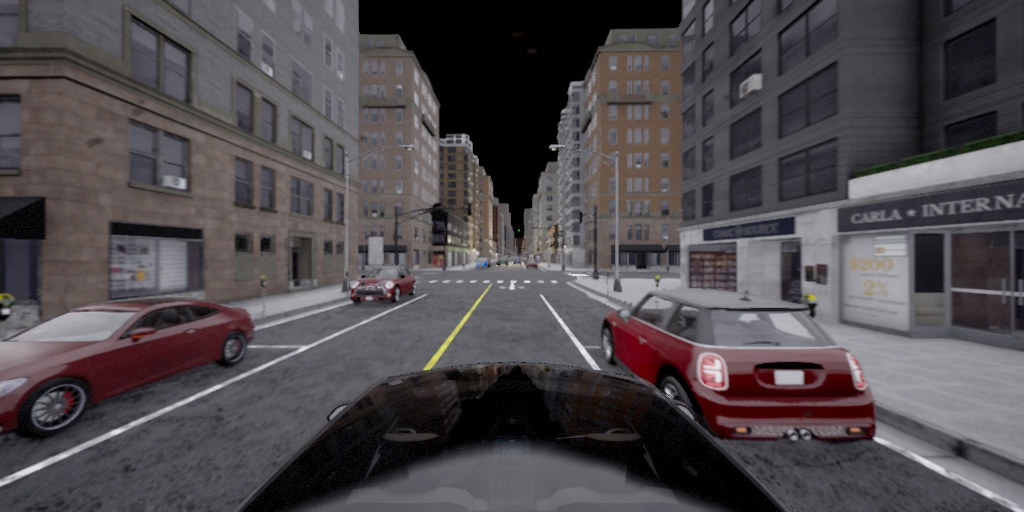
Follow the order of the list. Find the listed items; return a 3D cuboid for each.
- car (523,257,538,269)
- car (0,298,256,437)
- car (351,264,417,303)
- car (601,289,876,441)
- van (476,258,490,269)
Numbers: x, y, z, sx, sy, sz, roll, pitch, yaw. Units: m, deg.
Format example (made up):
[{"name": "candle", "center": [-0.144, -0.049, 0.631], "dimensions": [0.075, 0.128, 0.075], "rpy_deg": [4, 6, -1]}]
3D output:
[{"name": "car", "center": [3.360, 1.321, 60.411], "dimensions": [1.967, 1.591, 4.097], "rpy_deg": [0, 0, 1]}, {"name": "car", "center": [-5.856, 1.339, 5.400], "dimensions": [1.802, 1.307, 4.207], "rpy_deg": [0, 0, 0]}, {"name": "car", "center": [-5.853, 1.218, 16.710], "dimensions": [1.967, 1.591, 4.097], "rpy_deg": [0, 0, 0]}, {"name": "car", "center": [2.669, 1.197, 5.390], "dimensions": [1.967, 1.591, 4.097], "rpy_deg": [0, 0, 0]}, {"name": "van", "center": [-5.164, 1.222, 60.595], "dimensions": [1.690, 1.789, 3.998], "rpy_deg": [0, 0, 1]}]
